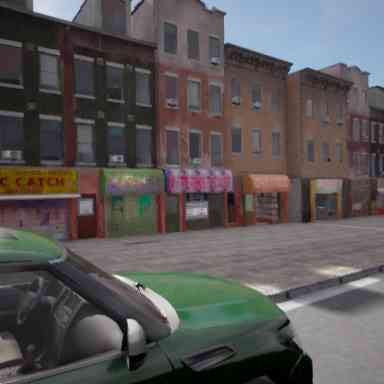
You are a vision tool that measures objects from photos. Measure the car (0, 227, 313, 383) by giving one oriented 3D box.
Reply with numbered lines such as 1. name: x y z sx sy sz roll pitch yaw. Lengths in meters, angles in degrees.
1. car: -1.610 1.230 2.132 5.566 2.045 2.150 0 0 -35
